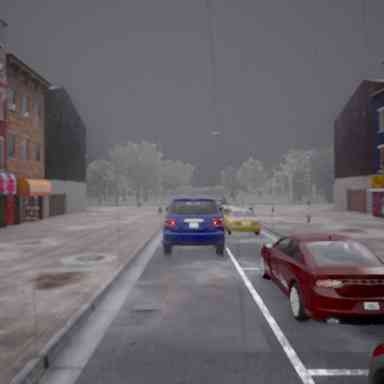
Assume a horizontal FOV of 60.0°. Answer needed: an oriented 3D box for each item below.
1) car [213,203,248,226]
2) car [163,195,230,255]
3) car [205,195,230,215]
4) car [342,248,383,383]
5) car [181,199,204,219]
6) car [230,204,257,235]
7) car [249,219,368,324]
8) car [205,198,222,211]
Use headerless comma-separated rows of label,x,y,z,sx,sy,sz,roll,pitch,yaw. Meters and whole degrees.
car,2.617,1.512,23.742,2.008,1.369,4.403,0,0,0
car,0.071,1.189,13.416,2.150,2.045,5.566,0,0,0
car,2.608,1.270,34.833,2.192,1.841,5.009,0,0,0
car,2.636,1.436,1.560,1.967,1.590,4.097,0,0,0
car,0.060,1.436,29.622,1.882,1.535,5.008,0,0,0
car,2.622,1.490,18.367,1.752,1.417,4.829,0,0,0
car,2.632,1.529,7.106,1.887,1.381,4.507,0,0,0
car,2.604,1.476,40.549,1.752,1.417,4.829,0,0,0
